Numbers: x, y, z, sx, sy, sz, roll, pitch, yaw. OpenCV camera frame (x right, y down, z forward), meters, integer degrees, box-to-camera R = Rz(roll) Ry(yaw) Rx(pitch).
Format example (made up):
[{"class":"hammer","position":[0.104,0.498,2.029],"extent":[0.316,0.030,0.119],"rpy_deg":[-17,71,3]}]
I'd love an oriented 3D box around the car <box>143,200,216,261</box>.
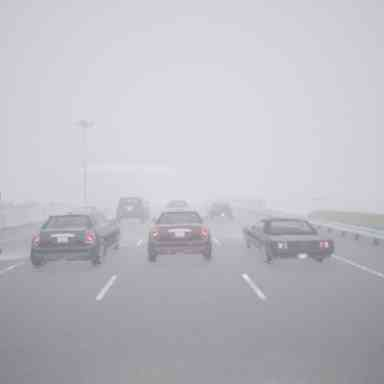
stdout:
[{"class":"car","position":[-0.471,1.376,12.691],"extent":[2.097,1.767,4.553],"rpy_deg":[-1,0,-2]}]

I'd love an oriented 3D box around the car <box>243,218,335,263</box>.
[{"class":"car","position":[3.078,1.553,11.732],"extent":[1.895,1.301,4.718],"rpy_deg":[-1,0,-2]}]

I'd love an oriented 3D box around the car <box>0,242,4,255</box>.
[{"class":"car","position":[-7.318,1.708,8.928],"extent":[2.033,1.411,5.357],"rpy_deg":[-1,0,-2]}]

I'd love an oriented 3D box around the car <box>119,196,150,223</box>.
[{"class":"car","position":[-4.644,1.350,26.770],"extent":[2.150,2.045,5.566],"rpy_deg":[-1,0,-2]}]

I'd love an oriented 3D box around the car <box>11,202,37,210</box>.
[{"class":"car","position":[-23.265,2.086,47.403],"extent":[2.033,1.411,5.357],"rpy_deg":[-1,0,-2]}]

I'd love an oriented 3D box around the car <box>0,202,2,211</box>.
[{"class":"car","position":[-26.757,2.114,47.206],"extent":[1.837,1.490,4.892],"rpy_deg":[-1,0,-2]}]

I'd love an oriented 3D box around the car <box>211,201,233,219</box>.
[{"class":"car","position":[2.304,1.494,28.252],"extent":[1.837,1.490,4.892],"rpy_deg":[-1,0,-2]}]

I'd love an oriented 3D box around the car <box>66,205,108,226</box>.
[{"class":"car","position":[-8.114,1.797,26.180],"extent":[1.895,1.301,4.718],"rpy_deg":[-1,0,-2]}]

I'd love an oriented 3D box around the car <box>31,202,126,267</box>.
[{"class":"car","position":[-3.947,1.448,12.064],"extent":[2.097,1.767,4.553],"rpy_deg":[-1,0,-2]}]
